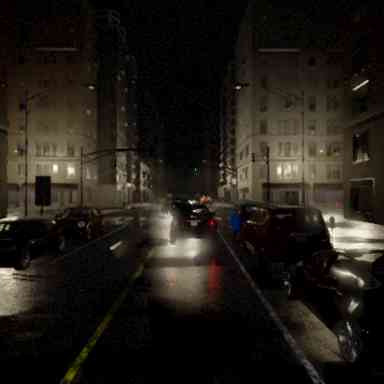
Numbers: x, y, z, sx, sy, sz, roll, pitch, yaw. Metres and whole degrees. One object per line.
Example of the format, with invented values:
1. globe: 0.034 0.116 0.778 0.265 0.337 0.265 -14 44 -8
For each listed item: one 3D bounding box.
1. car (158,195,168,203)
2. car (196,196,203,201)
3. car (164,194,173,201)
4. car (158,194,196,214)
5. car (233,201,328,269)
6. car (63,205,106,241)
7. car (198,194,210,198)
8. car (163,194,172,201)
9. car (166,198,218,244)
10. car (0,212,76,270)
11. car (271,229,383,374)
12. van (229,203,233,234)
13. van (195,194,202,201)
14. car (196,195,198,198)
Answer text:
1. car: -6.195 1.542 71.597 1.967 1.590 4.097 0 0 -1
2. car: 1.955 1.696 88.732 1.887 1.381 4.507 0 0 -1
3. car: -6.693 1.494 94.215 2.192 1.841 5.009 0 0 -1
4. car: -1.543 1.372 32.622 2.097 1.767 4.553 0 0 -19
5. car: 2.859 1.325 11.055 2.192 1.841 5.009 0 0 0
6. car: -5.667 1.456 16.573 1.967 1.590 4.097 0 0 0
7. car: 2.575 1.519 60.468 1.967 1.590 4.097 0 0 -1
8. car: -6.569 1.467 88.559 2.192 1.841 5.009 0 0 -1
9. car: 0.089 1.366 16.129 2.097 1.767 4.553 0 0 0
10. car: -5.667 1.577 11.048 1.947 1.339 4.313 0 0 0
11. car: 2.858 1.571 5.531 1.947 1.339 4.313 0 0 0
12. van: 2.859 1.356 16.578 1.690 1.788 3.998 0 0 0
13. van: 1.831 1.519 94.386 1.690 1.788 3.998 0 0 -1
14. car: 2.328 1.683 71.775 1.802 1.307 4.206 0 0 -1
